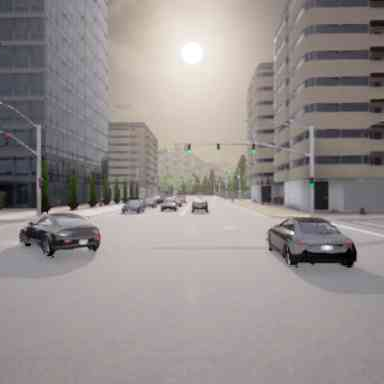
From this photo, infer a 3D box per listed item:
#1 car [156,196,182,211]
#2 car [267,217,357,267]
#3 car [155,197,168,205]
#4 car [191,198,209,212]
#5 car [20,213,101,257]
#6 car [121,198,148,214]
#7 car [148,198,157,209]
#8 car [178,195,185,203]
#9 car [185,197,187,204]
[{"bbox_3d":[-2.697,1.577,40.713,2.033,1.411,5.357,0,0,2],"label":"car"},{"bbox_3d":[3.875,1.554,11.436,1.994,1.385,4.181,0,0,1],"label":"car"},{"bbox_3d":[-5.708,1.652,62.097,1.895,1.301,4.718,0,0,2],"label":"car"},{"bbox_3d":[0.952,1.505,39.430,2.128,1.511,4.902,0,0,1],"label":"car"},{"bbox_3d":[-5.256,1.553,13.141,1.812,1.442,4.674,0,0,-42],"label":"car"},{"bbox_3d":[-6.303,1.567,36.162,1.812,1.442,4.674,0,0,1],"label":"car"},{"bbox_3d":[-6.071,1.571,47.022,1.812,1.442,4.674,0,0,1],"label":"car"},{"bbox_3d":[-2.490,1.559,50.152,1.812,1.442,4.674,0,0,2],"label":"car"},{"bbox_3d":[-2.109,1.390,65.728,2.097,1.767,4.553,0,0,1],"label":"car"}]
